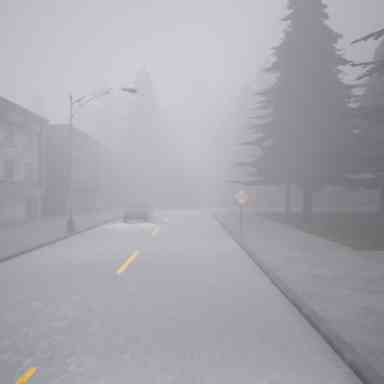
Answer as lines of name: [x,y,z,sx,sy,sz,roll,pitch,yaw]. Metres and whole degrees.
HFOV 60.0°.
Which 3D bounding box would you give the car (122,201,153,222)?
car: [-4.129,1.498,25.881,1.837,1.490,4.892,0,0,0]
